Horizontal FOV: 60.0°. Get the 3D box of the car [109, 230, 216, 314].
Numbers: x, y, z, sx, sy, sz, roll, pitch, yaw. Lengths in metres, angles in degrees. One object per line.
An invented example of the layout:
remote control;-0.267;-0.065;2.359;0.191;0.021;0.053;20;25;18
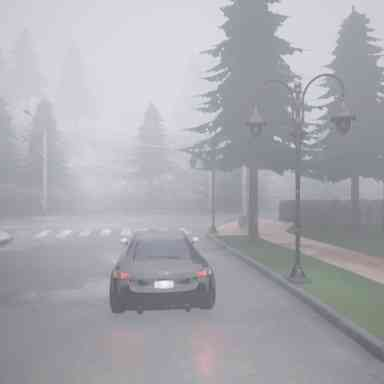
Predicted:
car;-0.725;1.560;7.709;1.994;1.385;4.181;0;0;-7
